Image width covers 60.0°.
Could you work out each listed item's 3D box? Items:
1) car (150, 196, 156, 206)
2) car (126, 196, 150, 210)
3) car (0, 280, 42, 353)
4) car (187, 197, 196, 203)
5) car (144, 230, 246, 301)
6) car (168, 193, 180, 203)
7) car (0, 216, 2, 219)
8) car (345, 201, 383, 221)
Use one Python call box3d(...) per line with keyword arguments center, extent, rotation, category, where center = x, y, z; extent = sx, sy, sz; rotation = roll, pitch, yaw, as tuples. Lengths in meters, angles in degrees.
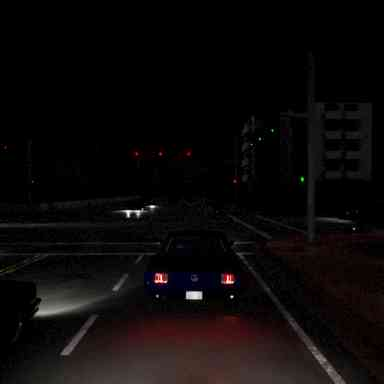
box3d(center=(-7.190, 1.503, 55.678), extent=(1.837, 1.490, 4.892), rotation=(0, 0, 0), category="car")
box3d(center=(-7.178, 1.547, 43.300), extent=(2.033, 1.411, 5.357), rotation=(0, 0, 0), category="car")
box3d(center=(-3.452, 1.547, 3.087), extent=(2.033, 1.411, 5.357), rotation=(0, 0, 0), category="car")
box3d(center=(-0.147, 1.601, 67.360), extent=(1.895, 1.301, 4.718), rotation=(0, 0, 0), category="car")
box3d(center=(0.114, 1.601, 8.291), extent=(1.895, 1.301, 4.718), rotation=(0, 0, 2), category="car")
box3d(center=(-3.647, 1.221, 67.338), extent=(2.150, 2.045, 5.566), rotation=(0, 0, 0), category="car")
box3d(center=(-15.656, 1.601, 22.573), extent=(4.718, 1.301, 1.895), rotation=(0, 0, -1), category="car")
box3d(center=(15.001, 1.505, 27.013), extent=(4.892, 1.490, 1.837), rotation=(0, 0, -2), category="car")
